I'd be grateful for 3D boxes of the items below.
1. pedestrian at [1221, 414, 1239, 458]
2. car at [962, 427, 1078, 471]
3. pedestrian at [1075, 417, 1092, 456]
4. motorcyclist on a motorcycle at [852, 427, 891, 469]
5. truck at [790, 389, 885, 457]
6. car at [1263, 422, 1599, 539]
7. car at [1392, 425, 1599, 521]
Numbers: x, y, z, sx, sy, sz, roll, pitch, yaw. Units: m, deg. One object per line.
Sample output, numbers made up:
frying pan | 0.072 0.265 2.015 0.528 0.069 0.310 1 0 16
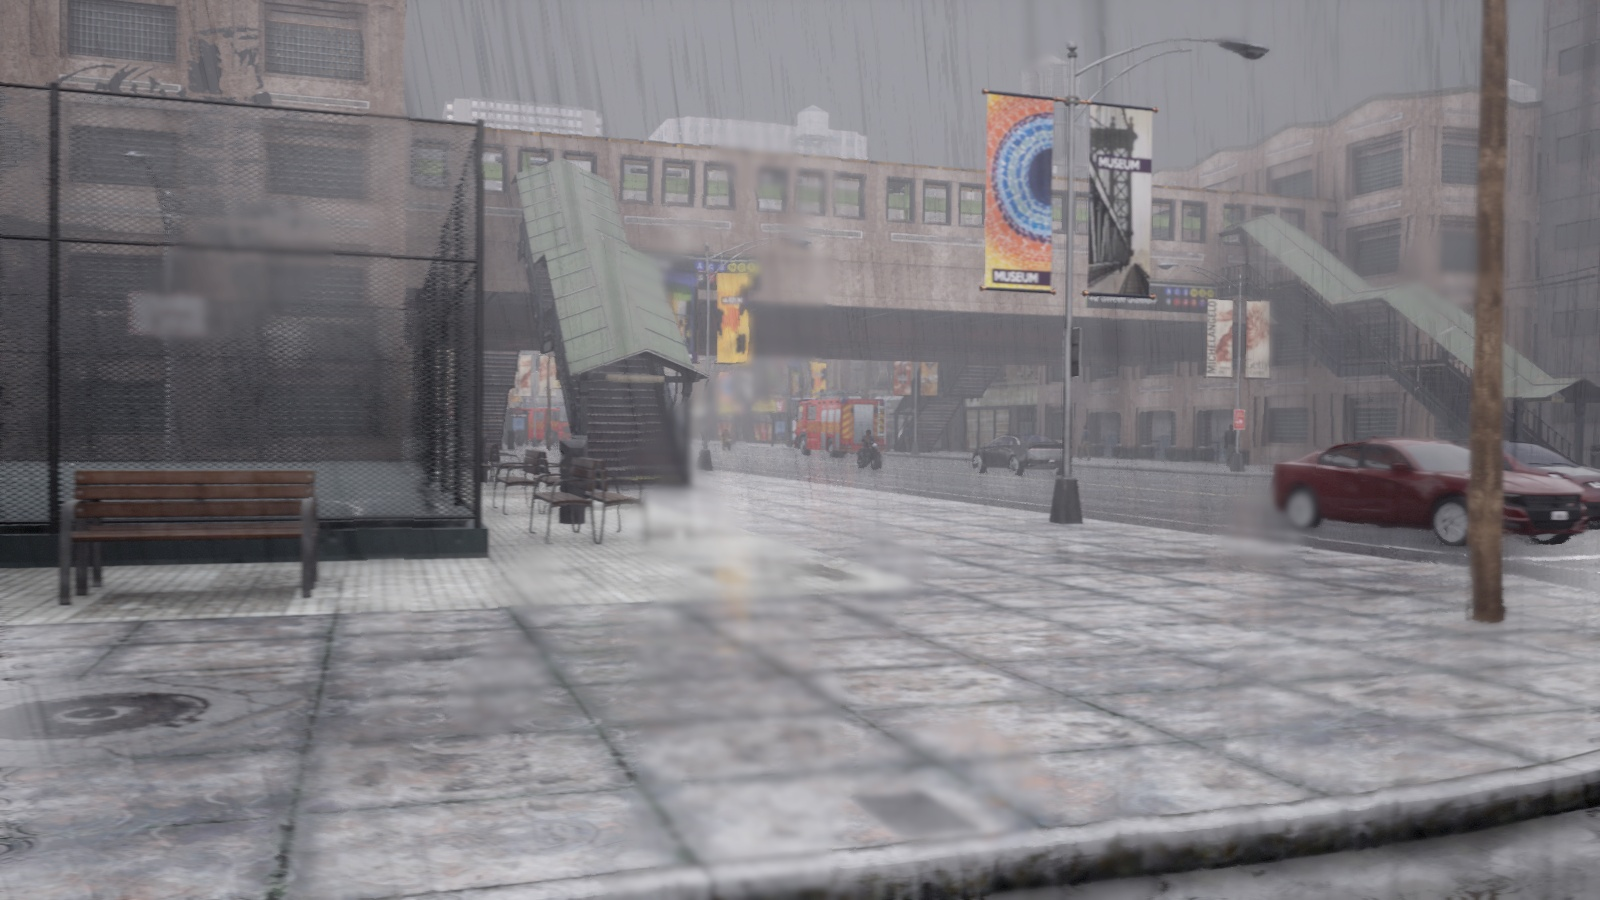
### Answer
pedestrian | 18.513 -0.604 54.054 0.431 1.840 0.703 -1 1 -7
car | 7.980 -0.063 46.114 2.128 1.511 4.902 -1 1 -18
pedestrian | 14.307 -0.706 63.361 0.423 1.949 0.788 -1 1 -24
motorcyclist on a motorcycle | 2.847 -0.083 50.506 0.766 1.649 2.350 -1 1 -18
truck | 2.126 -1.577 74.983 2.891 3.827 8.468 -1 1 -19
car | 9.565 0.365 19.298 1.882 1.535 5.008 -1 1 -18
car | 12.417 0.331 21.805 1.845 1.501 3.633 -1 1 -18
